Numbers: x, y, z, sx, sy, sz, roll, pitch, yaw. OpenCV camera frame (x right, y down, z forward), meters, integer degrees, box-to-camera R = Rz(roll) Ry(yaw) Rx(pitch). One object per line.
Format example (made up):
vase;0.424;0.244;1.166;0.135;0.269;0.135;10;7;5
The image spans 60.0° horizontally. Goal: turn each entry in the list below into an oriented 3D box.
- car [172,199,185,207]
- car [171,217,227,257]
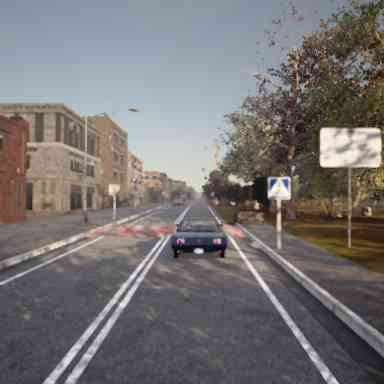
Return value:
car;-2.150;1.807;55.434;1.994;1.385;4.181;0;-1;2
car;0.294;1.652;13.141;1.895;1.301;4.718;0;0;2
